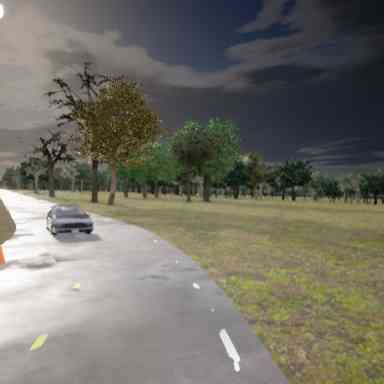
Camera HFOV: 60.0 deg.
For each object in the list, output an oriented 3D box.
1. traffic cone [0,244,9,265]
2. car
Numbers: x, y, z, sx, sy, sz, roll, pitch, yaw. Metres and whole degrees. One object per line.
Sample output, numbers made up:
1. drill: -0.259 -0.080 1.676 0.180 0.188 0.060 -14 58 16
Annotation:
1. traffic cone: -5.712 1.857 9.971 0.340 0.580 0.340 0 0 -14
2. car: -6.560 1.384 17.564 2.033 1.411 5.357 0 0 -28
